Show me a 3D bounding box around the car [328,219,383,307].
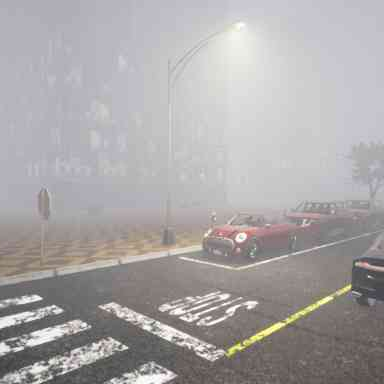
[{"bbox_3d":[4.990,1.495,7.003,4.902,1.511,2.128,0,0,-45],"label":"car"}]

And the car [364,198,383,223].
[{"bbox_3d":[10.227,1.327,20.261,5.009,1.841,2.192,0,0,-45],"label":"car"}]

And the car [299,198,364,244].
[{"bbox_3d":[6.231,1.325,16.271,5.009,1.841,2.192,0,0,-45],"label":"car"}]

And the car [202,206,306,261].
[{"bbox_3d":[2.234,1.448,12.283,4.097,1.590,1.967,0,0,-45],"label":"car"}]
